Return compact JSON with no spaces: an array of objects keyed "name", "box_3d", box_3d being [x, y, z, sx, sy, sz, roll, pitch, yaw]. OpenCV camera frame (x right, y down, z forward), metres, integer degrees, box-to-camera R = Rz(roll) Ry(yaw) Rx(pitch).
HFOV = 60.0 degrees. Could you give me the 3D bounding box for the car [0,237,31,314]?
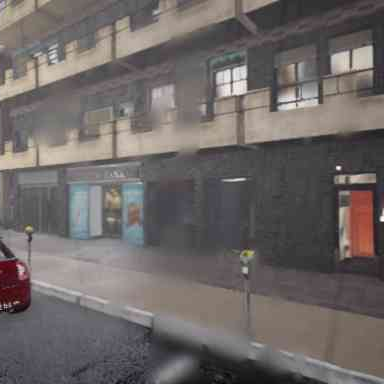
[{"name":"car","box_3d":[-4.936,1.439,6.386,4.097,1.590,1.967,0,-1,35]}]
